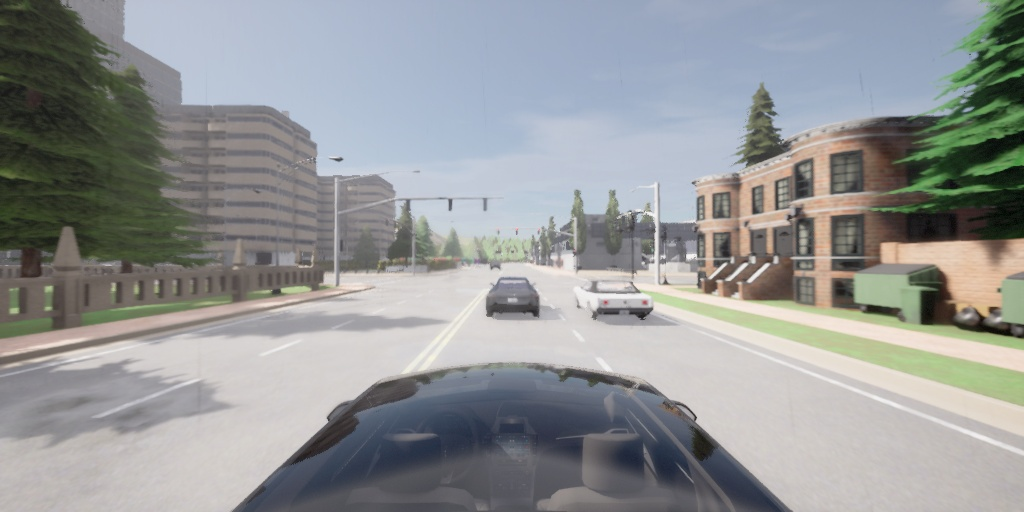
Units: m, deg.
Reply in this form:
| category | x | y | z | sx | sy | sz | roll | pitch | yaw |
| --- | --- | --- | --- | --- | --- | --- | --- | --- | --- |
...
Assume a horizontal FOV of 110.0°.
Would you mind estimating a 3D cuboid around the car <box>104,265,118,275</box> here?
| category | x | y | z | sx | sy | sz | roll | pitch | yaw |
| --- | --- | --- | --- | --- | --- | --- | --- | --- | --- |
| car | -48.556 | 1.828 | 42.660 | 4.892 | 1.490 | 1.837 | 0 | -1 | 1 |

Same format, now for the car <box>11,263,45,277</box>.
| category | x | y | z | sx | sy | sz | roll | pitch | yaw |
| --- | --- | --- | --- | --- | --- | --- | --- | --- | --- |
| car | -48.673 | 1.702 | 35.569 | 5.008 | 1.535 | 1.882 | 0 | -1 | 1 |

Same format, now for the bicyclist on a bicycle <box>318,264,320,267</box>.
| category | x | y | z | sx | sy | sz | roll | pitch | yaw |
| --- | --- | --- | --- | --- | --- | --- | --- | --- | --- |
| bicyclist on a bicycle | -25.259 | 1.681 | 46.495 | 0.582 | 1.620 | 1.656 | 0 | -1 | 0 |

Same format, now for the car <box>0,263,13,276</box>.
| category | x | y | z | sx | sy | sz | roll | pitch | yaw |
| --- | --- | --- | --- | --- | --- | --- | --- | --- | --- |
| car | -48.685 | 1.653 | 32.070 | 5.008 | 1.535 | 1.882 | 0 | -1 | 1 |

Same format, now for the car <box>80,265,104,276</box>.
| category | x | y | z | sx | sy | sz | roll | pitch | yaw |
| --- | --- | --- | --- | --- | --- | --- | --- | --- | --- |
| car | -48.488 | 1.766 | 39.159 | 4.902 | 1.511 | 2.128 | 0 | -1 | 1 |

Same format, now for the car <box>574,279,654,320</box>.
| category | x | y | z | sx | sy | sz | roll | pitch | yaw |
| --- | --- | --- | --- | --- | --- | --- | --- | --- | --- |
| car | 3.538 | 1.515 | 13.444 | 1.895 | 1.301 | 4.718 | 0 | -1 | 0 |

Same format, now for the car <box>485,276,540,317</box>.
| category | x | y | z | sx | sy | sz | roll | pitch | yaw |
| --- | --- | --- | --- | --- | --- | --- | --- | --- | --- |
| car | 0.046 | 1.489 | 14.150 | 1.994 | 1.385 | 4.181 | 0 | -1 | 0 |
